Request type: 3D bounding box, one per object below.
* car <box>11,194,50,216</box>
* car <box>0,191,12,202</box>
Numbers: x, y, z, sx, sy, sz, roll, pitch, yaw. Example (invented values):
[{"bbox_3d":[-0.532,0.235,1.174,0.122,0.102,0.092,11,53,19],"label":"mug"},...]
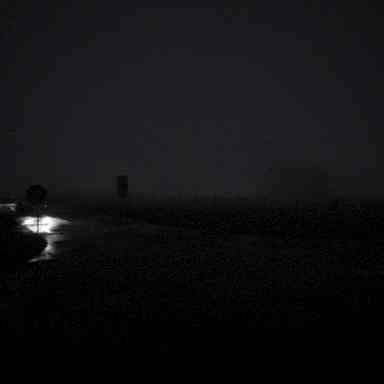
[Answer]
[{"bbox_3d":[-12.831,1.025,26.789,2.128,1.511,4.902,-1,2,-35],"label":"car"},{"bbox_3d":[-24.725,0.673,43.778,1.882,1.535,5.008,-1,1,-35],"label":"car"}]
